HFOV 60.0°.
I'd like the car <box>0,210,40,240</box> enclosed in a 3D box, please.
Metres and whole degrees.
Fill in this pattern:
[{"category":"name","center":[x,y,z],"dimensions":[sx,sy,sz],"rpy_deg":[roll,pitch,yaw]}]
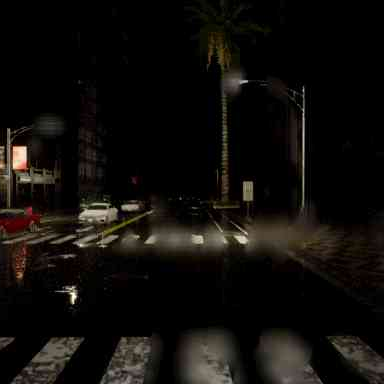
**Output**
[{"category":"car","center":[-9.778,1.604,17.164],"dimensions":[1.895,1.301,4.718],"rpy_deg":[0,0,0]}]

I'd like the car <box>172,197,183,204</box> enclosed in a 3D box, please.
[{"category":"car","center":[-2.878,1.633,67.651],"dimensions":[1.994,1.385,4.181],"rpy_deg":[0,0,0]}]

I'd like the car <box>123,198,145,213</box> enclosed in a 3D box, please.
[{"category":"car","center":[-6.445,1.613,36.783],"dimensions":[1.895,1.301,4.718],"rpy_deg":[0,0,1]}]

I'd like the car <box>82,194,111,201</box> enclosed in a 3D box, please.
[{"category":"car","center":[-9.707,1.232,33.902],"dimensions":[2.150,2.045,5.566],"rpy_deg":[0,0,0]}]

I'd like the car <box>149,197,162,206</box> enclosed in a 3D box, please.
[{"category":"car","center":[-6.258,1.594,57.959],"dimensions":[2.033,1.411,5.357],"rpy_deg":[0,0,0]}]

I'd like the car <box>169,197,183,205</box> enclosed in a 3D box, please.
[{"category":"car","center":[-2.920,1.610,57.693],"dimensions":[1.994,1.385,4.181],"rpy_deg":[0,0,1]}]

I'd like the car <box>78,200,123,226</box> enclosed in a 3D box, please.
[{"category":"car","center":[-6.501,1.531,23.589],"dimensions":[1.812,1.442,4.674],"rpy_deg":[0,0,0]}]

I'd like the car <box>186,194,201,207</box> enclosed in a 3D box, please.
[{"category":"car","center":[0.223,1.259,53.399],"dimensions":[2.150,2.045,5.566],"rpy_deg":[0,0,0]}]
